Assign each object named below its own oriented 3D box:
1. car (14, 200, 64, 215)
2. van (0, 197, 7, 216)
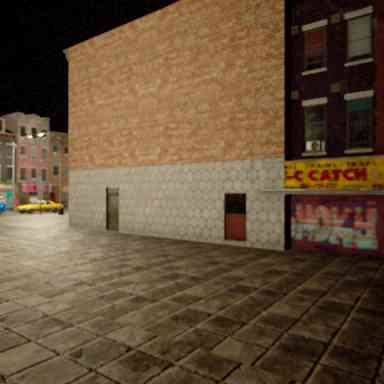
[{"bbox_3d":[-15.732,1.494,34.365,1.752,1.417,4.829,0,0,36],"label":"car"},{"bbox_3d":[-18.900,1.314,29.940,1.690,1.788,3.998,0,0,36],"label":"van"}]
